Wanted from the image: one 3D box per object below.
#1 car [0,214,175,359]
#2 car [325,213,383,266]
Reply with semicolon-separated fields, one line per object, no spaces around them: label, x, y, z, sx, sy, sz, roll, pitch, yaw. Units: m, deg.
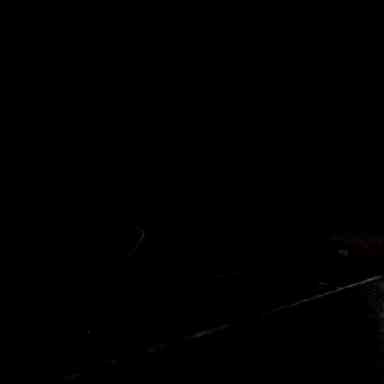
car;-2.606;1.311;4.673;5.009;1.841;2.192;-1;0;-35
car;6.408;1.425;11.097;4.829;1.417;1.752;-1;1;-34
